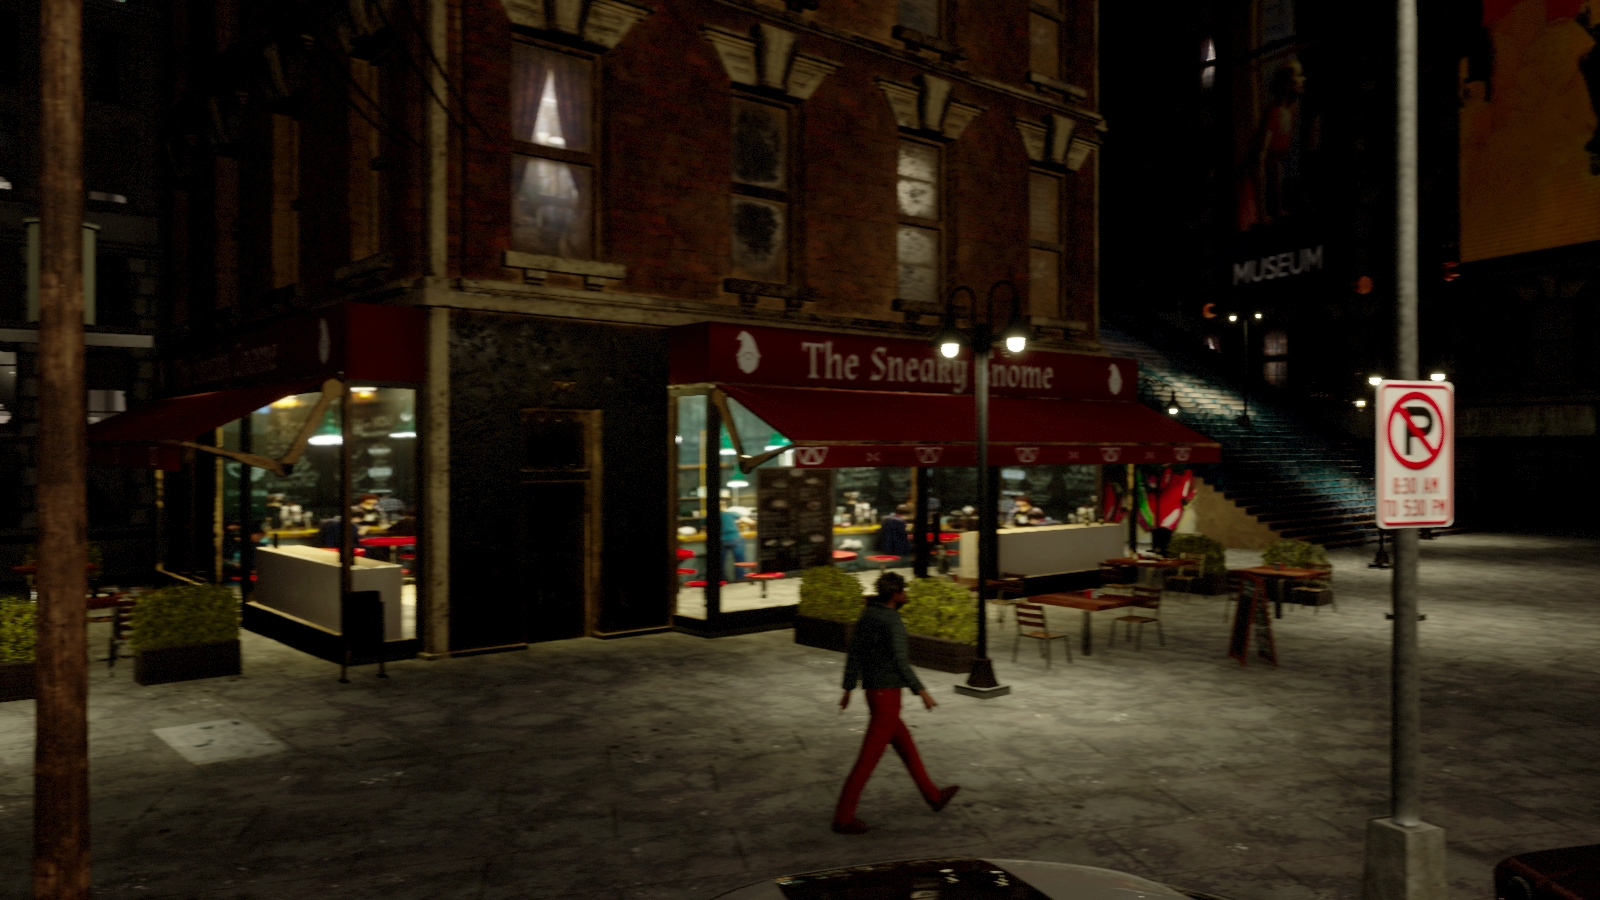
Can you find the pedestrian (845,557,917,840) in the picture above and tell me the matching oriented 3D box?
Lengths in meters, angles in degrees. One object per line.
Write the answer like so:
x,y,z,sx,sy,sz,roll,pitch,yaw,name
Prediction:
0.558,1.693,7.929,0.375,1.860,0.375,0,0,-21,pedestrian
